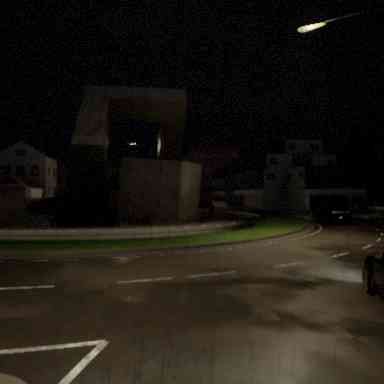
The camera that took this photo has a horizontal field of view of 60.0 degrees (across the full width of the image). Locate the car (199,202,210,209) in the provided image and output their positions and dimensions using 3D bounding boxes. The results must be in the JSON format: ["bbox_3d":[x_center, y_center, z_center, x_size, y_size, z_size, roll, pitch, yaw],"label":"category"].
[{"bbox_3d":[0.748,2.096,48.423,1.994,1.385,4.181,1,-1,-43],"label":"car"}]

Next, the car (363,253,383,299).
[{"bbox_3d":[4.502,1.604,5.947,1.812,1.442,4.674,0,-1,14],"label":"car"}]

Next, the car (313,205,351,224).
[{"bbox_3d":[11.810,1.833,28.385,2.128,1.511,4.902,0,-1,4],"label":"car"}]
